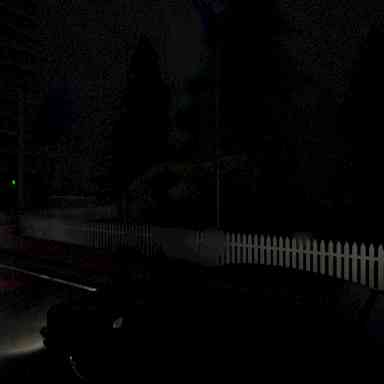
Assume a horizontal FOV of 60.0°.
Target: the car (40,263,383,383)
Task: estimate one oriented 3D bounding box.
[{"bbox_3d":[0.606,1.547,3.562,5.357,1.411,2.033,0,0,36],"label":"car"}]
